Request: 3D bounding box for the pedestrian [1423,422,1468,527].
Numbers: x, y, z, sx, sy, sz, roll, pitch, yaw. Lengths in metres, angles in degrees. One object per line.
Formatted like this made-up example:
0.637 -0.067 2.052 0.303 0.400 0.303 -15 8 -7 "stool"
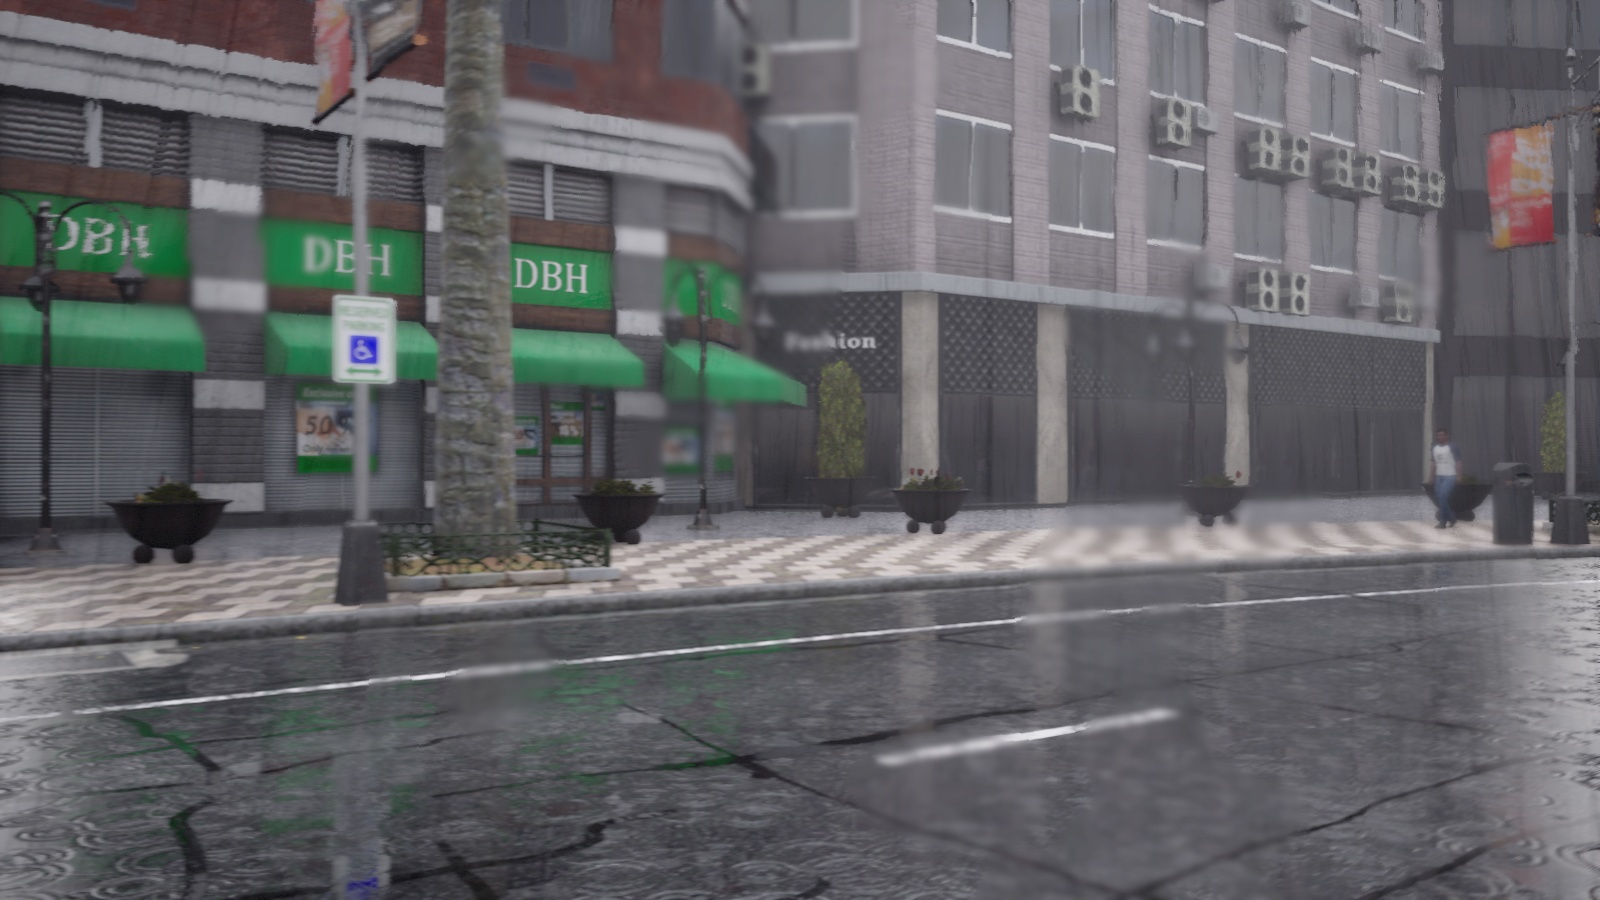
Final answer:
11.484 0.432 22.340 0.706 1.836 0.354 0 0 -24 "pedestrian"
